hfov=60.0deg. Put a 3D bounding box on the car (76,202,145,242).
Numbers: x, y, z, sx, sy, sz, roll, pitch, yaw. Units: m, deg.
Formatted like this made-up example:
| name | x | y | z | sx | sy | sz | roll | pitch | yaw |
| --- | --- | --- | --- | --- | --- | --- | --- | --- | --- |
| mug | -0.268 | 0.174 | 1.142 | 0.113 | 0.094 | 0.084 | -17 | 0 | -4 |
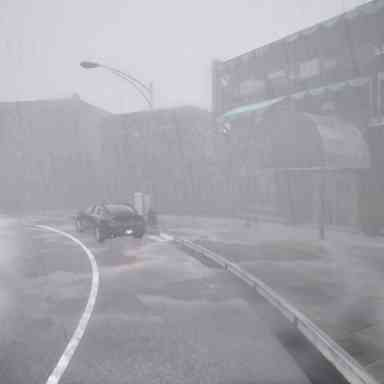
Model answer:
| name | x | y | z | sx | sy | sz | roll | pitch | yaw |
| --- | --- | --- | --- | --- | --- | --- | --- | --- | --- |
| car | -3.729 | 1.200 | 14.780 | 1.837 | 1.490 | 4.892 | -1 | 3 | -33 |
